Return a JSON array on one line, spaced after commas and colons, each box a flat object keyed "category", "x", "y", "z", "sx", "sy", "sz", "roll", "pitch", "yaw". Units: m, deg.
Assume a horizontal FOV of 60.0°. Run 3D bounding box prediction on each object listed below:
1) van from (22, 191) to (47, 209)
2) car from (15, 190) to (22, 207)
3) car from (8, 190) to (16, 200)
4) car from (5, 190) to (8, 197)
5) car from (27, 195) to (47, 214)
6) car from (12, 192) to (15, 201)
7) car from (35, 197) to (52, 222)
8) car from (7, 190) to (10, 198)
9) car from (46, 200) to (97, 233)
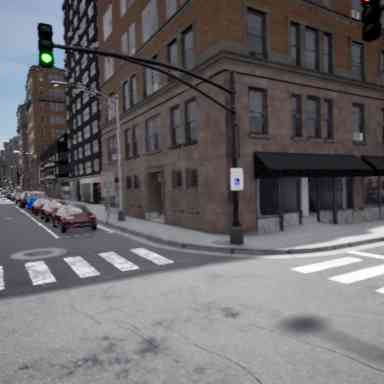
[{"category": "van", "x": -14.943, "y": 0.879, "z": 31.979, "sx": 1.690, "sy": 1.788, "sz": 3.998, "roll": -2, "pitch": 1, "yaw": -31}, {"category": "car", "x": -17.859, "y": 0.798, "z": 36.845, "sx": 2.192, "sy": 1.841, "sz": 5.009, "roll": -2, "pitch": 1, "yaw": -31}, {"category": "car", "x": -29.516, "y": 0.832, "z": 56.317, "sx": 1.947, "sy": 1.339, "sz": 4.313, "roll": -2, "pitch": 1, "yaw": -31}, {"category": "car", "x": -35.351, "y": 0.473, "z": 66.046, "sx": 2.192, "sy": 1.841, "sz": 5.009, "roll": -2, "pitch": 1, "yaw": -31}, {"category": "car", "x": -12.024, "y": 1.175, "z": 27.117, "sx": 1.802, "sy": 1.307, "sz": 4.206, "roll": -2, "pitch": 1, "yaw": -31}, {"category": "car", "x": -23.685, "y": 0.956, "z": 46.584, "sx": 1.802, "sy": 1.307, "sz": 4.206, "roll": -2, "pitch": 1, "yaw": -31}, {"category": "car", "x": -9.109, "y": 1.231, "z": 22.250, "sx": 1.802, "sy": 1.307, "sz": 4.206, "roll": -2, "pitch": 1, "yaw": -31}, {"category": "car", "x": -32.519, "y": 0.735, "z": 61.329, "sx": 1.752, "sy": 1.417, "sz": 4.829, "roll": -2, "pitch": 1, "yaw": -31}, {"category": "car", "x": -6.193, "y": 1.287, "z": 17.384, "sx": 1.802, "sy": 1.307, "sz": 4.206, "roll": -2, "pitch": 1, "yaw": -31}]
